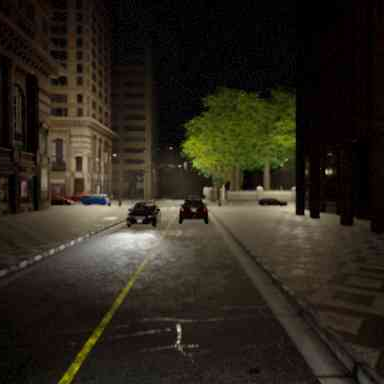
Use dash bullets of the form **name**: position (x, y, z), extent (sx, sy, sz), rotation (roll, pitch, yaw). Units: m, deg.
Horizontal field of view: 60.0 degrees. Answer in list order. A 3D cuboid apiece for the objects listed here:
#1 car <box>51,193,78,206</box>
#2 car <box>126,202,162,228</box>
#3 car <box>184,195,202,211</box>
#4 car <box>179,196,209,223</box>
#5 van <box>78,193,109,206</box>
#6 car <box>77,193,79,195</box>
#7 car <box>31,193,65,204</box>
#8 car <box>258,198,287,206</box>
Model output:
- **car**: position (-19.987, 1.356, 50.263), extent (4.097, 1.590, 1.967), rotation (0, 1, 0)
- **car**: position (-3.059, 1.433, 21.956), extent (2.128, 1.511, 4.902), rotation (0, 0, 0)
- **car**: position (0.126, 1.253, 40.751), extent (2.097, 1.767, 4.553), rotation (0, 0, 0)
- **car**: position (0.116, 1.286, 25.097), extent (2.097, 1.767, 4.553), rotation (0, 0, 0)
- **van**: position (-14.546, 1.265, 50.230), extent (3.998, 1.788, 1.690), rotation (0, 1, 0)
- **car**: position (-19.947, 1.082, 58.785), extent (5.009, 1.841, 2.192), rotation (0, 1, 0)
- **car**: position (-25.388, 1.075, 58.816), extent (5.009, 1.841, 2.192), rotation (0, 1, 0)
- **car**: position (12.111, 1.541, 50.083), extent (4.313, 1.339, 1.947), rotation (0, 1, 0)
